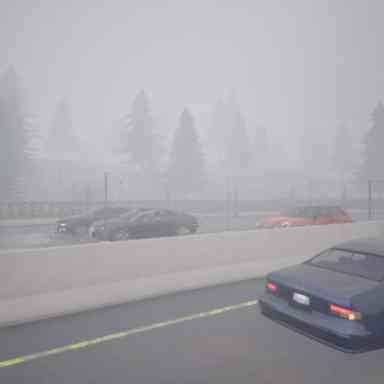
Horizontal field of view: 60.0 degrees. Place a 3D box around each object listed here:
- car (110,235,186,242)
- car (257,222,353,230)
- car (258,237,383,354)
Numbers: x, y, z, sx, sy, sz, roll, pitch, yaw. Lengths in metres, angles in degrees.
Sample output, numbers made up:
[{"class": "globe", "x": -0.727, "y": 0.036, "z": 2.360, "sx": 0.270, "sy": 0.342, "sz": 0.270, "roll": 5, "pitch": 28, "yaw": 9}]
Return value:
[{"class": "car", "x": -2.063, "y": 1.463, "z": 14.888, "sx": 4.902, "sy": 1.511, "sz": 2.128, "roll": 0, "pitch": 0, "yaw": -30}, {"class": "car", "x": 5.045, "y": 1.349, "z": 14.889, "sx": 4.553, "sy": 1.767, "sz": 2.097, "roll": 0, "pitch": 0, "yaw": -27}, {"class": "car", "x": 3.677, "y": 1.551, "z": 5.961, "sx": 5.357, "sy": 1.411, "sz": 2.033, "roll": 0, "pitch": 0, "yaw": -31}]
